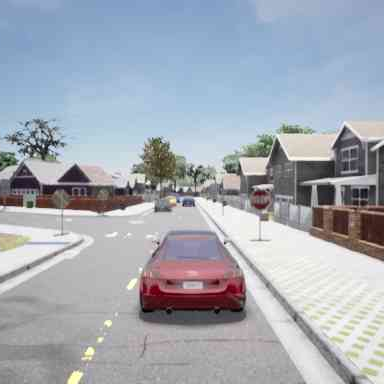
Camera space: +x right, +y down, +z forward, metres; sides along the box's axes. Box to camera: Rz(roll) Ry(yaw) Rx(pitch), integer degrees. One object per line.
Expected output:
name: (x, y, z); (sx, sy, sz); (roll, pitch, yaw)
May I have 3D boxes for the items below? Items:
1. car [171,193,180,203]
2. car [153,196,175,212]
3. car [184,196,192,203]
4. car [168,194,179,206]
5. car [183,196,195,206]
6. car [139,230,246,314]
car: (-3.569, 1.254, 67.506); (2.150, 2.045, 5.566); (0, 0, 0)
car: (-3.292, 1.492, 38.092); (1.837, 1.490, 4.892); (0, 0, -1)
car: (-0.898, 1.653, 75.013); (1.895, 1.301, 4.718); (0, 0, -1)
car: (-3.451, 1.483, 52.099); (1.882, 1.535, 5.008); (0, 1, 0)
car: (-0.541, 1.485, 53.630); (1.882, 1.535, 5.008); (0, 0, -1)
car: (-0.003, 1.557, 7.670); (1.994, 1.385, 4.181); (0, 0, -1)
